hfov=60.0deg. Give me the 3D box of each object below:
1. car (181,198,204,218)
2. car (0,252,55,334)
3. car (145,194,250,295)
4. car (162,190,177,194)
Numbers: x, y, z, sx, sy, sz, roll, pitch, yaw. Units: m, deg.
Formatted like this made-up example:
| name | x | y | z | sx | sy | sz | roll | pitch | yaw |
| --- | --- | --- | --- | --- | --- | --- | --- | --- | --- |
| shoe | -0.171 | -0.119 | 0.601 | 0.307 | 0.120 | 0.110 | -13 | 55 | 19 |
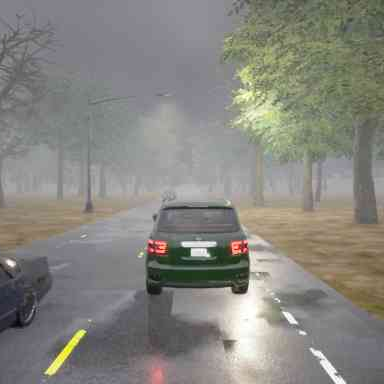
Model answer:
| name | x | y | z | sx | sy | sz | roll | pitch | yaw |
| --- | --- | --- | --- | --- | --- | --- | --- | --- | --- |
| car | 0.032 | 1.327 | 28.287 | 1.812 | 1.442 | 4.674 | 0 | 0 | 0 |
| car | -3.608 | 1.539 | 4.218 | 2.033 | 1.411 | 5.357 | 0 | 0 | 0 |
| car | 0.091 | 1.188 | 8.806 | 2.150 | 2.045 | 5.566 | 0 | 0 | -1 |
| car | -3.608 | 0.653 | 53.746 | 2.150 | 2.045 | 5.566 | 0 | 1 | 0 |
